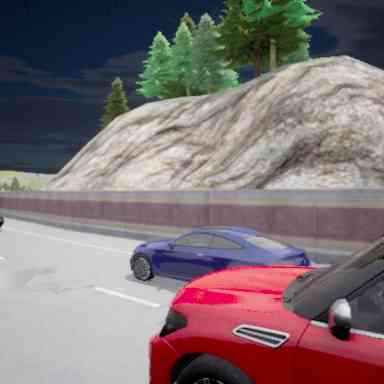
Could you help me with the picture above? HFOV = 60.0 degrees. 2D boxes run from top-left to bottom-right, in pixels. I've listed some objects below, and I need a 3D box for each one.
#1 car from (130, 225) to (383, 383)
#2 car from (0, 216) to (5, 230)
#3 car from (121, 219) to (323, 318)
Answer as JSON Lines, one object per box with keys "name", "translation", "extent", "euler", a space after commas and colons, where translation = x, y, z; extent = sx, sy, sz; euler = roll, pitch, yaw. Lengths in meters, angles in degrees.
{"name": "car", "translation": [2.226, 1.229, 2.458], "extent": [5.566, 2.045, 2.150], "euler": [0, 0, 36]}
{"name": "car", "translation": [-13.074, 1.648, 20.264], "extent": [1.895, 1.301, 4.718], "euler": [0, 0, -44]}
{"name": "car", "translation": [0.513, 1.550, 8.141], "extent": [4.674, 1.442, 1.812], "euler": [0, 0, 38]}
